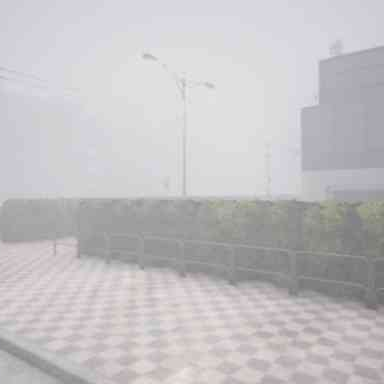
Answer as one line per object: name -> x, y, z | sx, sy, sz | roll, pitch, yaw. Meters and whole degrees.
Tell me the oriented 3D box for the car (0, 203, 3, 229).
car -> -11.873, 1.558, 23.183 | 2.097, 1.767, 4.553 | -1, 0, 35
